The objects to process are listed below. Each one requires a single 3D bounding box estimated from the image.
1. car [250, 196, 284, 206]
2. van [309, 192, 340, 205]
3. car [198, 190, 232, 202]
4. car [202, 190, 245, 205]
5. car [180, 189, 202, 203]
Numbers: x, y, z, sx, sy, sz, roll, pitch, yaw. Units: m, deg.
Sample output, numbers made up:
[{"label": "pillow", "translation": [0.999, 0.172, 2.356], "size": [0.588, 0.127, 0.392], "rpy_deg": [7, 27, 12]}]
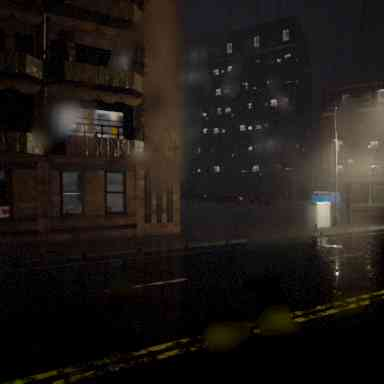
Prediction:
[{"label": "car", "translation": [9.353, 1.097, 41.582], "size": [4.206, 1.307, 1.802], "rpy_deg": [1, 0, 29]}, {"label": "van", "translation": [18.463, 0.872, 46.078], "size": [3.998, 1.788, 1.690], "rpy_deg": [1, 0, 29]}, {"label": "car", "translation": [3.735, 0.593, 54.357], "size": [5.009, 1.841, 2.192], "rpy_deg": [1, 0, 29]}, {"label": "car", "translation": [4.449, 0.746, 44.343], "size": [5.009, 1.841, 2.192], "rpy_deg": [1, 0, 29]}, {"label": "car", "translation": [0.128, 0.533, 49.726], "size": [5.566, 2.045, 2.150], "rpy_deg": [1, 1, 29]}]
